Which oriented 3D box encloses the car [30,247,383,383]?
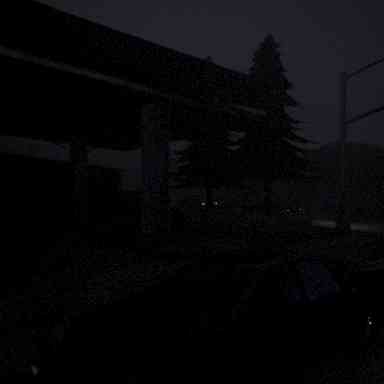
[{"bbox_3d":[0.816,1.556,4.611,5.357,1.411,2.033,-1,-1,-37],"label":"car"}]

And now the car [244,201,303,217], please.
[{"bbox_3d":[6.454,1.433,26.689,1.895,1.301,4.718,-1,1,-35],"label":"car"}]

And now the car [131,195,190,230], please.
[{"bbox_3d":[-2.175,1.238,19.961,1.905,1.878,3.866,-1,1,-36],"label":"car"}]

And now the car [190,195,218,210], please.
[{"bbox_3d":[0.704,1.089,34.833,2.097,1.767,4.553,-1,1,-35],"label":"car"}]

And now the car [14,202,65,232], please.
[{"bbox_3d":[-9.305,1.411,20.165,2.242,1.667,4.611,-1,1,-36],"label":"car"}]
